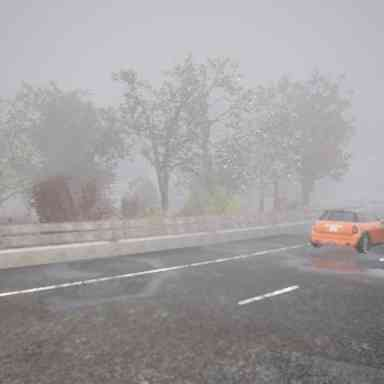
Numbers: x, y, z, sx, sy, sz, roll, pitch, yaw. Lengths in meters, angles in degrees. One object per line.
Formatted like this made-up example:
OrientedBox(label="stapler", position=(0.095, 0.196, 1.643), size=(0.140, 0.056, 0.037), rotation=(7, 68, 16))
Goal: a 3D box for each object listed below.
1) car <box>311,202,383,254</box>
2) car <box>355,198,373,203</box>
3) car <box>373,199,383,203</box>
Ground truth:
OrientedBox(label="car", position=(7.098, 1.506, 14.485), size=(4.553, 1.767, 2.097), rotation=(1, -1, -43))
OrientedBox(label="car", position=(39.464, 2.166, 77.279), size=(2.097, 1.767, 4.553), rotation=(0, 0, 5))
OrientedBox(label="car", position=(42.933, 2.309, 76.832), size=(1.882, 1.535, 5.008), rotation=(0, 0, 5))
